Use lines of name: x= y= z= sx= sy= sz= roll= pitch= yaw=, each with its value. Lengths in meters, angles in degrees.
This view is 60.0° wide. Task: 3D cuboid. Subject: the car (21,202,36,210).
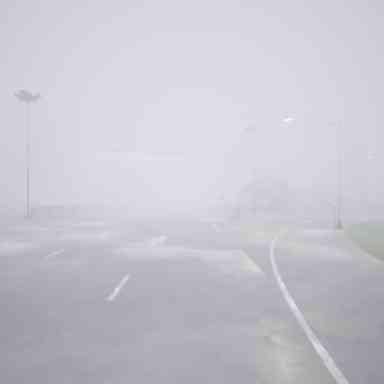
car: x=-31.095 y=2.674 z=64.282 sx=1.837 sy=1.490 sz=4.892 roll=0 pitch=-2 yaw=1

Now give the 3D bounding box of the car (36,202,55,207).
car: x=-27.595 y=2.770 z=64.212 sx=1.895 sy=1.301 sz=4.718 roll=0 pitch=-2 yaw=1

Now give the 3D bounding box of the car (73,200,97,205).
car: x=-20.594 y=2.725 z=64.287 sx=2.033 sy=1.411 sz=5.357 roll=0 pitch=-2 yaw=1

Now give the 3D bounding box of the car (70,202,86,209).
car: x=-27.421 y=3.264 z=80.488 sx=2.128 sy=1.511 sz=4.902 roll=0 pitch=-2 yaw=1

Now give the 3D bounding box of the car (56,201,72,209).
car: x=-30.920 y=3.093 z=80.561 sx=2.097 sy=1.767 sz=4.553 roll=0 pitch=-2 yaw=1

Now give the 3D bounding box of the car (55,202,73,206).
car: x=-24.095 y=2.679 z=64.248 sx=1.837 sy=1.490 sz=4.892 roll=0 pitch=-2 yaw=1

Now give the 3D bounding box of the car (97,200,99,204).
car: x=-23.921 y=2.965 z=80.431 sx=2.150 sy=2.045 sz=5.566 roll=0 pitch=-2 yaw=1
